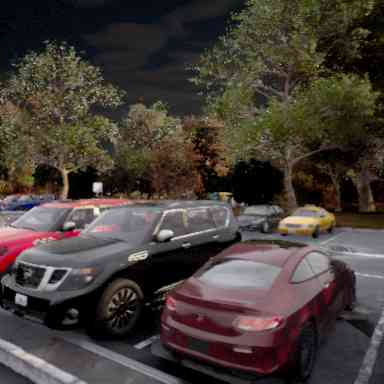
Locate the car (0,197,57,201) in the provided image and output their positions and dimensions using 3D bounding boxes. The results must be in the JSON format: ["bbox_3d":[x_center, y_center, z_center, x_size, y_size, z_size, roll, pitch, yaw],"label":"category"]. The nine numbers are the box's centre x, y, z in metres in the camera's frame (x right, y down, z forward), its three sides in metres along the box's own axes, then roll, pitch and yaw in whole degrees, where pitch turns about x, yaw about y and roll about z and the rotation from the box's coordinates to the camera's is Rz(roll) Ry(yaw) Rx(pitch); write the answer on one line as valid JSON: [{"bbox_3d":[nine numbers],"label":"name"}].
[{"bbox_3d":[-3.186,1.238,8.769,2.435,2.045,5.566,0,0,35],"label":"car"}]

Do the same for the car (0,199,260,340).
[{"bbox_3d":[-0.902,1.235,7.144,2.435,2.045,5.566,0,0,35],"label":"car"}]

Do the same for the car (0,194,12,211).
[{"bbox_3d":[-25.438,1.294,40.650,2.435,2.045,5.566,0,0,35],"label":"car"}]

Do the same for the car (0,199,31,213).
[{"bbox_3d":[-20.983,1.570,37.513,2.002,1.452,4.674,0,0,35],"label":"car"}]

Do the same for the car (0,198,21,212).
[{"bbox_3d":[-23.153,1.537,39.053,2.097,1.535,5.008,0,0,35],"label":"car"}]

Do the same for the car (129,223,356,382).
[{"bbox_3d":[1.398,1.523,5.540,2.002,1.452,4.674,0,0,35],"label":"car"}]

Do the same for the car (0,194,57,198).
[{"bbox_3d":[-16.460,1.270,34.264,2.435,2.045,5.566,0,0,35],"label":"car"}]

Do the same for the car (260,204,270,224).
[{"bbox_3d":[4.113,1.492,19.670,2.231,1.521,4.892,0,0,35],"label":"car"}]

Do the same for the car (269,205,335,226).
[{"bbox_3d":[6.265,1.485,17.905,1.946,1.575,5.366,0,0,35],"label":"car"}]
